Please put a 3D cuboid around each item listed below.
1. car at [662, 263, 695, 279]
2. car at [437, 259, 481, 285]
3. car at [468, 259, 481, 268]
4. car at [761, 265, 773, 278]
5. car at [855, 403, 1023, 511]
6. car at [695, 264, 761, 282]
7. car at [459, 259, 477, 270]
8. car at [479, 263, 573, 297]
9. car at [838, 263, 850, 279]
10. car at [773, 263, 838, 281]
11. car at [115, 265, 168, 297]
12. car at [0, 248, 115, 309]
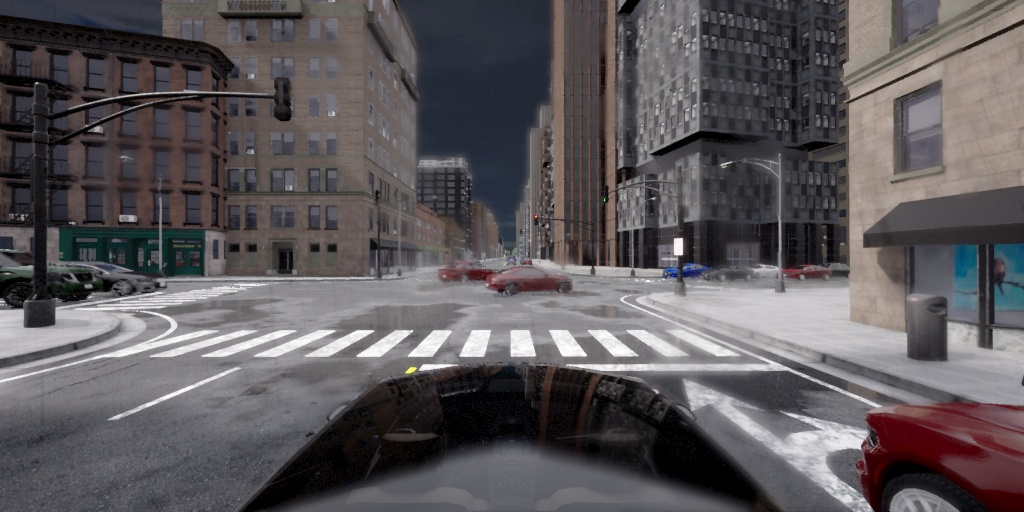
[{"bbox_3d":[17.031,1.486,34.791,5.008,1.535,1.882,1,0,-16],"label":"car"},{"bbox_3d":[-3.338,1.232,26.662,1.882,1.535,5.008,1,0,32],"label":"car"},{"bbox_3d":[-6.664,1.325,64.650,1.994,1.385,4.181,0,0,0],"label":"car"},{"bbox_3d":[26.014,1.639,37.360,4.674,1.442,1.812,1,0,-15],"label":"car"},{"bbox_3d":[3.352,1.228,0.423,1.882,1.535,5.008,0,0,0],"label":"car"},{"bbox_3d":[19.283,1.514,32.048,4.892,1.490,1.837,1,0,-17],"label":"car"},{"bbox_3d":[-6.676,1.252,54.688,2.128,1.511,4.902,0,0,0],"label":"car"},{"bbox_3d":[0.908,1.279,18.756,4.674,1.442,1.812,0,0,-20],"label":"car"},{"bbox_3d":[35.023,1.570,39.641,4.553,1.767,2.097,1,0,-13],"label":"car"},{"bbox_3d":[28.334,1.593,34.618,5.008,1.535,1.882,1,0,-15],"label":"car"},{"bbox_3d":[-18.438,1.021,15.750,4.902,1.511,2.128,1,0,-19],"label":"car"},{"bbox_3d":[-18.186,0.728,12.343,5.566,2.045,2.150,1,0,-17],"label":"car"}]
